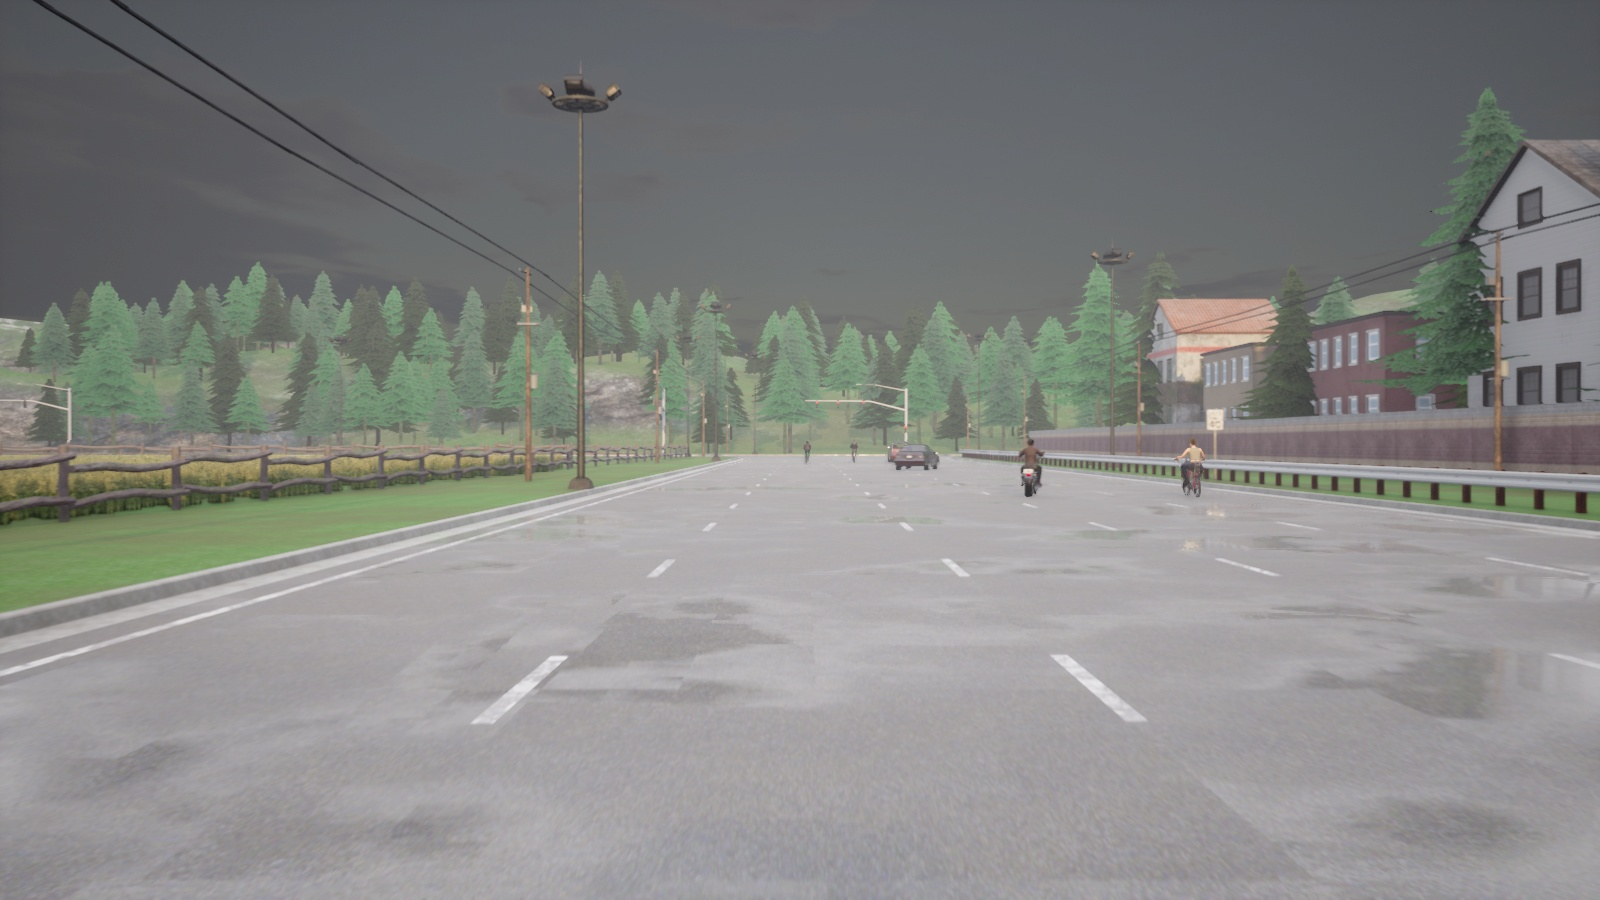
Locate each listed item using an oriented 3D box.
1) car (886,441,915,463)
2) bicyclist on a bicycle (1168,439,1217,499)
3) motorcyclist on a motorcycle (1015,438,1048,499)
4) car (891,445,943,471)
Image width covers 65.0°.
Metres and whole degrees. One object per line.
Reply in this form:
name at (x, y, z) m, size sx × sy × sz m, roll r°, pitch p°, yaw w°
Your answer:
car at (7.557, 0.116, 94.917) m, size 1.851 × 1.617 × 3.988 m, roll 0°, pitch 0°, yaw 0°
bicyclist on a bicycle at (10.706, 0.498, 34.308) m, size 0.866 × 1.612 × 1.509 m, roll 0°, pitch 0°, yaw 1°
motorcyclist on a motorcycle at (6.576, 0.502, 35.571) m, size 0.766 × 1.649 × 2.350 m, roll 0°, pitch 0°, yaw 14°
car at (6.531, 0.406, 69.712) m, size 2.033 × 1.411 × 5.357 m, roll 0°, pitch 0°, yaw 15°
